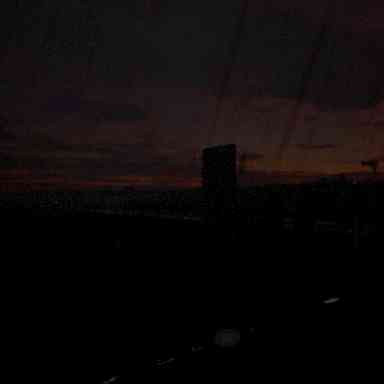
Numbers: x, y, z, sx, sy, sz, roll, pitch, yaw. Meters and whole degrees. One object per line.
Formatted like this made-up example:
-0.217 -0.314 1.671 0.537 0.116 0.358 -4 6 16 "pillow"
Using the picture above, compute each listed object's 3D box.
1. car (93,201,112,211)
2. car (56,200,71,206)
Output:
-14.375 2.204 53.283 2.128 1.511 4.902 -1 -1 -34 "car"
-32.141 2.903 84.037 2.033 1.411 5.357 -1 -1 -34 "car"
